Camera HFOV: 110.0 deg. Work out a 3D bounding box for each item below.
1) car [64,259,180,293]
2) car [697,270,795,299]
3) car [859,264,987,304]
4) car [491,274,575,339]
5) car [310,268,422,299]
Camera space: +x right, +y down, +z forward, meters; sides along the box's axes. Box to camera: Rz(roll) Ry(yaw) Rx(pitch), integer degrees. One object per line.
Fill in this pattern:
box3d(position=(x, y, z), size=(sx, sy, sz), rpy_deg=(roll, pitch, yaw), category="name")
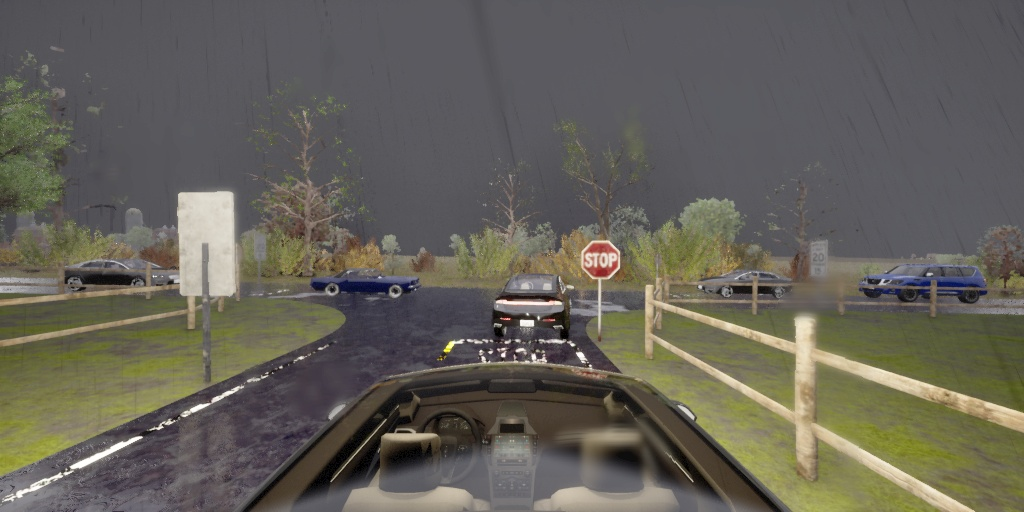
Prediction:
box3d(position=(-18.486, 0.885, 17.194), size=(4.902, 1.511, 2.128), rpy_deg=(1, 1, 0), category="car")
box3d(position=(13.008, 1.525, 20.096), size=(4.902, 1.511, 2.128), rpy_deg=(1, 1, 0), category="car")
box3d(position=(22.904, 1.466, 20.082), size=(5.566, 2.045, 2.150), rpy_deg=(1, 1, 0), category="car")
box3d(position=(0.708, 1.240, 10.141), size=(2.128, 1.511, 4.902), rpy_deg=(0, 0, 9), category="car")
box3d(position=(-6.818, 1.248, 17.174), size=(4.718, 1.301, 1.895), rpy_deg=(1, 1, 0), category="car")
